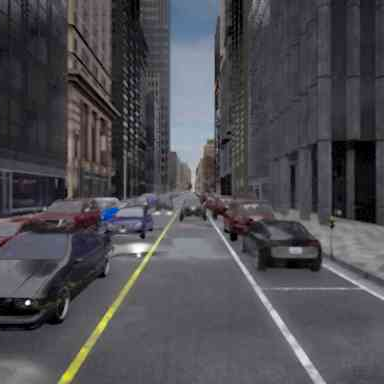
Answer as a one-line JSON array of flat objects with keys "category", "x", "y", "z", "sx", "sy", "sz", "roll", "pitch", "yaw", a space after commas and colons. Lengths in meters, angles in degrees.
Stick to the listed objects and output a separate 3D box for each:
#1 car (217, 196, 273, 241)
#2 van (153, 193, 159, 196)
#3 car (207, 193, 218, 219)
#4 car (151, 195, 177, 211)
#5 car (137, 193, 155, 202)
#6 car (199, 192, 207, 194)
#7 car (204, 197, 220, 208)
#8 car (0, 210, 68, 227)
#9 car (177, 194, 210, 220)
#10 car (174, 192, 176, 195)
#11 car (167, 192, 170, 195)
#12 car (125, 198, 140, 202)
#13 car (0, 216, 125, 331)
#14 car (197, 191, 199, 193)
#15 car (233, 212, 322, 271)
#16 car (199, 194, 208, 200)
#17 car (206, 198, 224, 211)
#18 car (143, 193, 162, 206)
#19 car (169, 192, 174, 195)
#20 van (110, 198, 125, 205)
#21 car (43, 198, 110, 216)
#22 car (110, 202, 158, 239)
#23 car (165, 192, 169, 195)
[{"category": "car", "x": 2.669, "y": 1.260, "z": 16.242, "sx": 2.192, "sy": 1.841, "sz": 5.009, "roll": 1, "pitch": 0, "yaw": 0}, {"category": "van", "x": -5.871, "y": 1.163, "z": 44.363, "sx": 1.690, "sy": 1.788, "sz": 3.998, "roll": 1, "pitch": 0, "yaw": 0}, {"category": "car", "x": 2.663, "y": 1.215, "z": 27.491, "sx": 2.192, "sy": 1.841, "sz": 5.009, "roll": 1, "pitch": 0, "yaw": 0}, {"category": "car", "x": -3.034, "y": 1.401, "z": 37.796, "sx": 2.033, "sy": 1.411, "sz": 5.357, "roll": 0, "pitch": 0, "yaw": 0}, {"category": "car", "x": -5.869, "y": 1.289, "z": 38.739, "sx": 1.967, "sy": 1.590, "sz": 4.097, "roll": 1, "pitch": 0, "yaw": 0}, {"category": "car", "x": 2.649, "y": 1.081, "z": 55.613, "sx": 2.192, "sy": 1.841, "sz": 5.009, "roll": 1, "pitch": 0, "yaw": 0}, {"category": "car", "x": 2.652, "y": 1.366, "z": 44.366, "sx": 1.887, "sy": 1.381, "sz": 4.507, "roll": 1, "pitch": 0, "yaw": 0}, {"category": "car", "x": -5.856, "y": 1.511, "z": 10.615, "sx": 1.887, "sy": 1.381, "sz": 4.507, "roll": 0, "pitch": 0, "yaw": 0}, {"category": "car", "x": 0.083, "y": 1.253, "z": 27.098, "sx": 2.097, "sy": 1.767, "sz": 4.553, "roll": 0, "pitch": 0, "yaw": 0}, {"category": "car", "x": -5.892, "y": 0.935, "z": 83.735, "sx": 2.192, "sy": 1.841, "sz": 5.009, "roll": 1, "pitch": 0, "yaw": 0}, {"category": "car", "x": -5.885, "y": 1.235, "z": 66.693, "sx": 1.752, "sy": 1.417, "sz": 4.829, "roll": 1, "pitch": 0, "yaw": 0}, {"category": "car", "x": -5.865, "y": 1.452, "z": 27.490, "sx": 2.008, "sy": 1.369, "sz": 4.403, "roll": 1, "pitch": 0, "yaw": 0}, {"category": "car", "x": -3.097, "y": 1.525, "z": 7.353, "sx": 2.033, "sy": 1.411, "sz": 5.357, "roll": 0, "pitch": 0, "yaw": 0}, {"category": "car", "x": 2.643, "y": 1.023, "z": 66.862, "sx": 2.192, "sy": 1.841, "sz": 5.009, "roll": 1, "pitch": 0, "yaw": 0}, {"category": "car", "x": 2.669, "y": 1.531, "z": 10.618, "sx": 1.947, "sy": 1.339, "sz": 4.313, "roll": 0, "pitch": 0, "yaw": 0}, {"category": "car", "x": 2.634, "y": 1.200, "z": 78.112, "sx": 2.008, "sy": 1.369, "sz": 4.403, "roll": 1, "pitch": 0, "yaw": 0}, {"category": "car", "x": 2.655, "y": 1.430, "z": 38.741, "sx": 1.802, "sy": 1.307, "sz": 4.206, "roll": 1, "pitch": 0, "yaw": 0}, {"category": "car", "x": -5.874, "y": 1.110, "z": 49.988, "sx": 2.192, "sy": 1.841, "sz": 5.009, "roll": 1, "pitch": 0, "yaw": 0}, {"category": "car", "x": -5.892, "y": 1.195, "z": 78.112, "sx": 1.887, "sy": 1.381, "sz": 4.507, "roll": 1, "pitch": 0, "yaw": 0}, {"category": "van", "x": -5.860, "y": 1.266, "z": 21.865, "sx": 1.690, "sy": 1.788, "sz": 3.998, "roll": 1, "pitch": 0, "yaw": 0}, {"category": "car", "x": -5.857, "y": 1.261, "z": 16.239, "sx": 2.192, "sy": 1.841, "sz": 5.009, "roll": 1, "pitch": 0, "yaw": 0}, {"category": "car", "x": -3.076, "y": 1.468, "z": 17.246, "sx": 1.812, "sy": 1.442, "sz": 4.674, "roll": 0, "pitch": 0, "yaw": 1}, {"category": "car", "x": -5.882, "y": 1.283, "z": 61.238, "sx": 1.887, "sy": 1.381, "sz": 4.507, "roll": 1, "pitch": 0, "yaw": 0}]
